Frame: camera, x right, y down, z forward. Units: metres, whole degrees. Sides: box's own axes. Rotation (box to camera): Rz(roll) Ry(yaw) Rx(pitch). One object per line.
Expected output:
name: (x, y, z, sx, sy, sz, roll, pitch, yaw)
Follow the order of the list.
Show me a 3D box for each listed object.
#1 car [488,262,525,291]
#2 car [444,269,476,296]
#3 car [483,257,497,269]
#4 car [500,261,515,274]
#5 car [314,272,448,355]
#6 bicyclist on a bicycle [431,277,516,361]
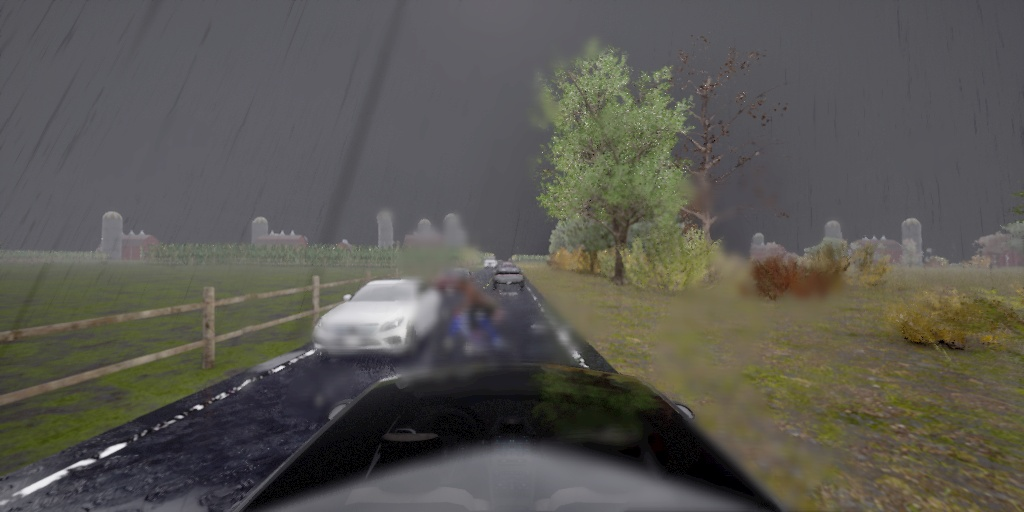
car: (-0.202, 1.313, 22.640, 2.128, 1.511, 4.902, 0, 0, -1)
car: (-3.106, 1.414, 20.097, 1.895, 1.301, 4.718, 0, 0, -1)
car: (-3.733, 1.180, 62.614, 2.150, 2.045, 5.566, 0, 0, 0)
car: (-0.563, 1.427, 46.148, 1.812, 1.442, 4.674, 0, 0, -1)
car: (-2.948, 1.301, 8.895, 1.812, 1.442, 4.674, 0, 0, -1)
bicyclist on a bicycle: (-0.747, 1.223, 6.876, 1.656, 1.620, 0.582, -2, 0, -1)
